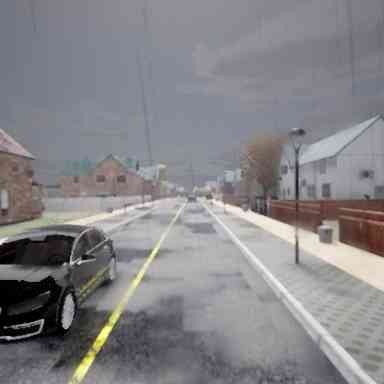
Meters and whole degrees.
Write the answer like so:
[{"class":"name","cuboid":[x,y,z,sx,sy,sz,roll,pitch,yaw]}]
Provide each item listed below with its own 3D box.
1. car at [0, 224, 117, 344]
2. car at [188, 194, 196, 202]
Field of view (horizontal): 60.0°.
[{"class":"car","cuboid":[-2.841,1.483,6.727,1.837,1.490,4.892,0,0,0]},{"class":"car","cuboid":[-0.013,1.427,72.989,1.882,1.535,5.008,0,0,0]}]
